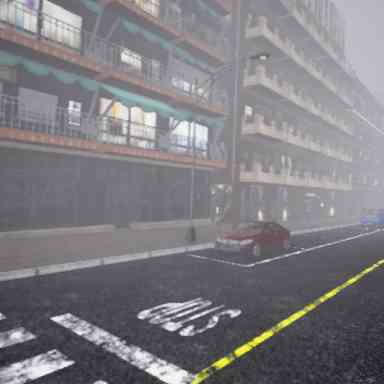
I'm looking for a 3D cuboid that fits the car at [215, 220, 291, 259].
[{"bbox_3d":[2.642,1.808,13.668,1.802,1.307,4.206,1,-1,40],"label":"car"}]

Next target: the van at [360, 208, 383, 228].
[{"bbox_3d":[16.906,2.349,30.856,1.690,1.788,3.998,1,-1,40],"label":"van"}]
